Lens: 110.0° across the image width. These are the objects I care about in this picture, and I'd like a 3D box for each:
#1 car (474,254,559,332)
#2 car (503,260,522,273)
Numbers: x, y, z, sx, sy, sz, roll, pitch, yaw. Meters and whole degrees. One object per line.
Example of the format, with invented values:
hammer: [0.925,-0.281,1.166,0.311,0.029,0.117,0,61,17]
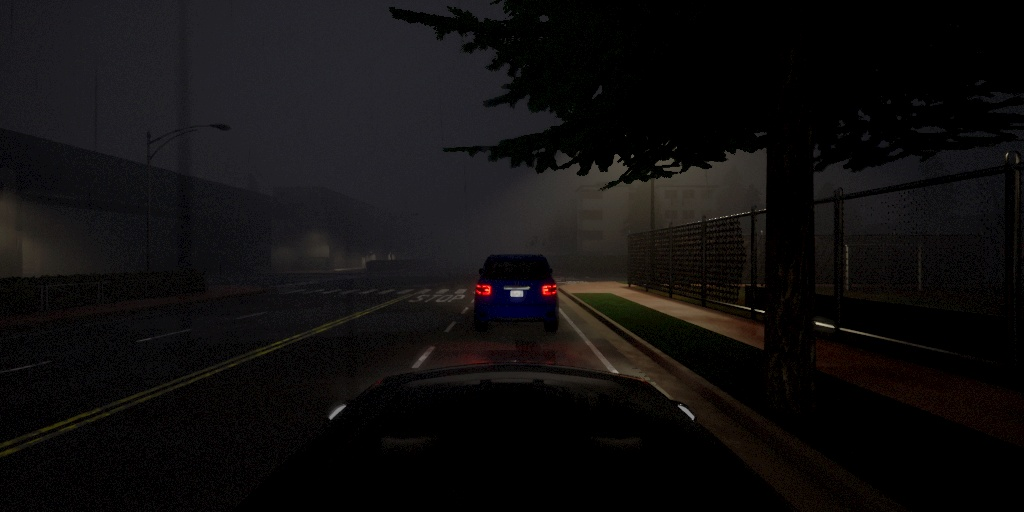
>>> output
car: [0.119,0.972,11.021,2.150,2.045,5.566,0,0,0]
car: [0.058,1.241,43.930,2.128,1.511,4.902,0,0,0]
